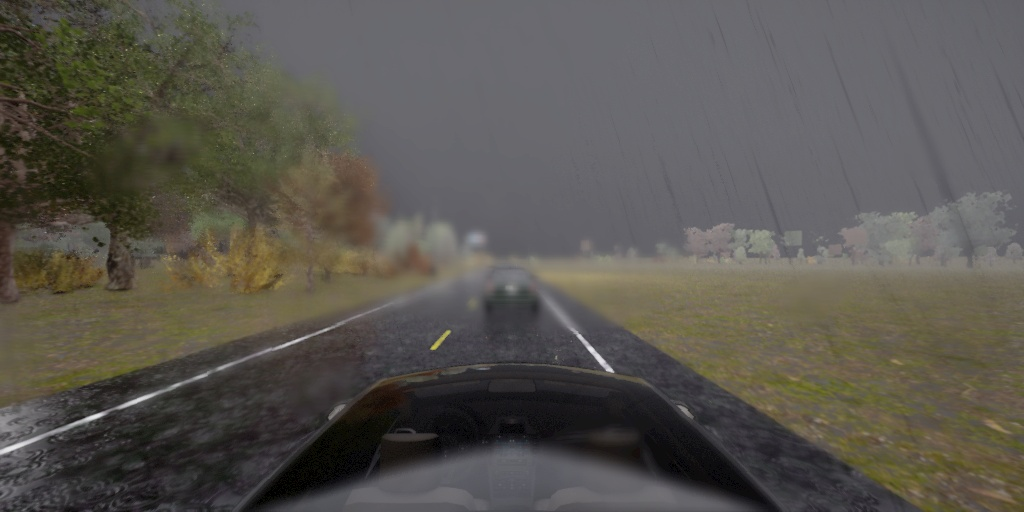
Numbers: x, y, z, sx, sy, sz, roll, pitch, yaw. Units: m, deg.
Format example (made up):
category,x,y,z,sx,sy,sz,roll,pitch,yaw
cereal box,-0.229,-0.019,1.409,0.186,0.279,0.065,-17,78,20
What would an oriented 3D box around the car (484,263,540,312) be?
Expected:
category,x,y,z,sx,sy,sz,roll,pitch,yaw
car,0.018,1.246,15.260,2.097,1.767,4.553,0,-1,0
